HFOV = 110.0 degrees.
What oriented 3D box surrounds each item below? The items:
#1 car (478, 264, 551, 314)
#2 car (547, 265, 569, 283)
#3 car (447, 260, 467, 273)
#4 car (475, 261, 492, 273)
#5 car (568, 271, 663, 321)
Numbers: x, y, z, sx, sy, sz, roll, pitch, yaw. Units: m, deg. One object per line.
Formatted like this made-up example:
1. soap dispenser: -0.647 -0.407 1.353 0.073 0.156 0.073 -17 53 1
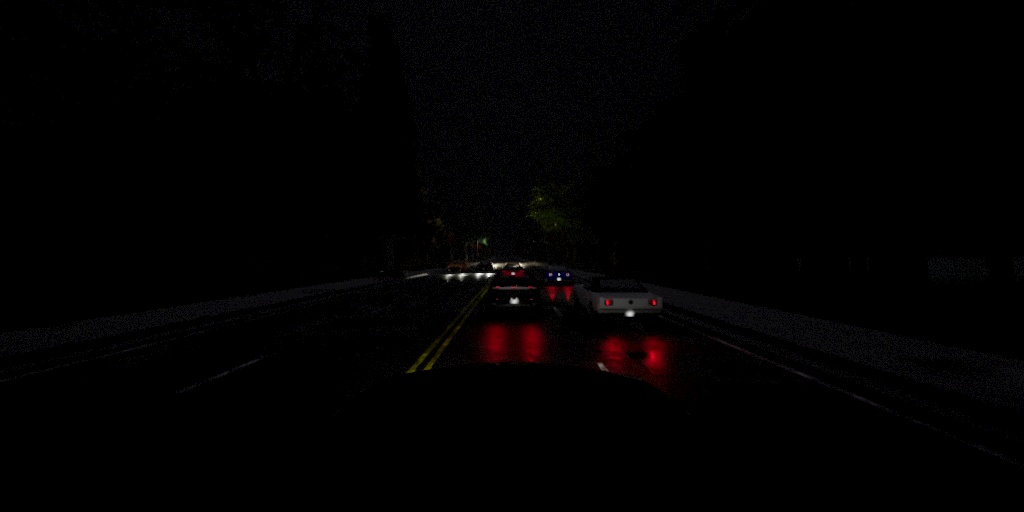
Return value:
1. car: 0.083 1.230 13.784 2.128 1.511 4.902 0 0 0
2. car: 3.333 1.345 27.549 1.895 1.301 4.718 0 0 0
3. car: -6.588 1.258 43.485 1.882 1.535 5.008 0 0 0
4. car: -3.337 1.345 43.940 1.994 1.385 4.181 0 0 0
5. car: 3.331 1.340 12.317 1.895 1.301 4.718 0 0 0
